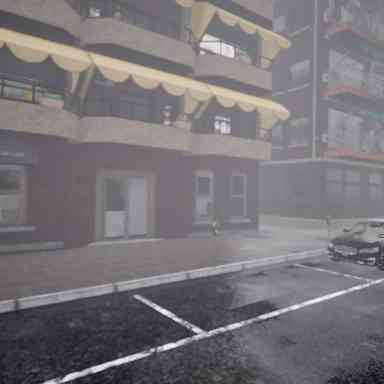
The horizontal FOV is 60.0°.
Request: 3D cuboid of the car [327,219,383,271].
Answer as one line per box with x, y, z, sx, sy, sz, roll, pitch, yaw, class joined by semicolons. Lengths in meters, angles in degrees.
6.273;1.604;11.042;4.403;1.369;2.008;0;1;-36;car
